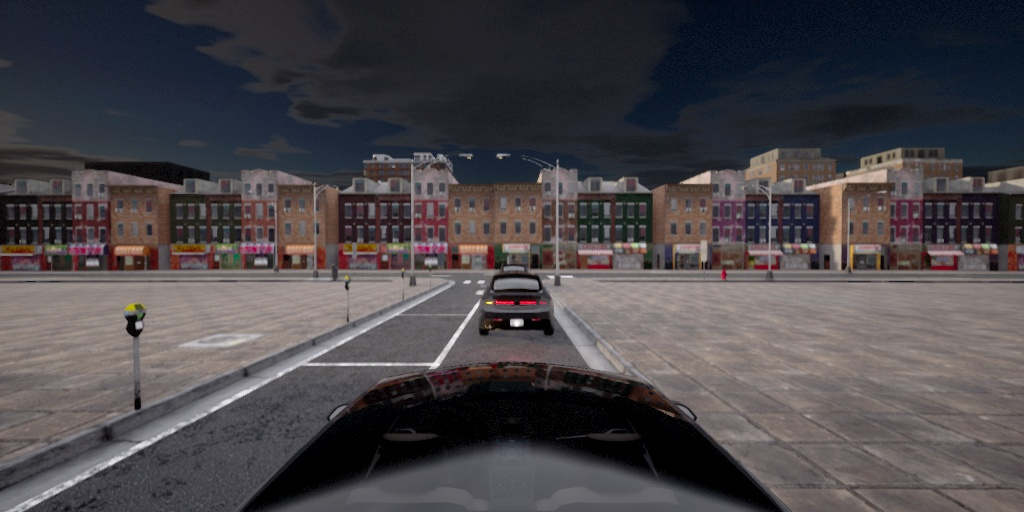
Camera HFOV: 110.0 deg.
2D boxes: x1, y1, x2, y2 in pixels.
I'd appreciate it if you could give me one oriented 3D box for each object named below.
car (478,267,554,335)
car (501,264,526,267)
[{"bbox_3d":[0.102,1.218,10.331,1.837,1.490,4.892,0,0,0],"label":"car"},{"bbox_3d":[0.063,1.179,20.052,1.837,1.490,4.892,0,0,-1],"label":"car"}]
